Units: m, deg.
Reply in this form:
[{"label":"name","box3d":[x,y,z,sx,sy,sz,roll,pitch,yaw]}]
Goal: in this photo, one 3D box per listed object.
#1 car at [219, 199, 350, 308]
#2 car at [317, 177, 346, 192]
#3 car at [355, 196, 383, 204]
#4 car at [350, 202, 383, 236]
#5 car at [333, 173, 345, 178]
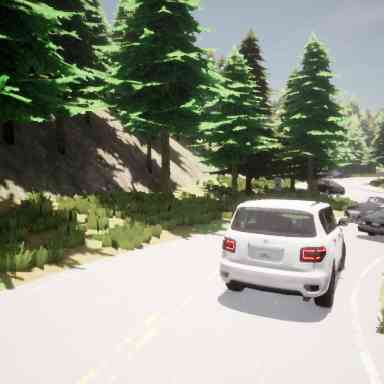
[{"label":"car","box3d":[2.552,1.200,8.380,2.150,2.045,5.566,3,2,27]},{"label":"car","box3d":[16.080,-0.552,38.927,1.882,1.535,5.008,-1,6,-2]},{"label":"car","box3d":[11.411,1.046,20.439,4.902,1.511,2.128,-2,5,-31]},{"label":"car","box3d":[10.136,1.414,15.830,5.357,1.411,2.033,-1,5,-32]},{"label":"car","box3d":[29.814,-3.329,68.597,5.008,1.535,1.882,-5,7,-42]}]
